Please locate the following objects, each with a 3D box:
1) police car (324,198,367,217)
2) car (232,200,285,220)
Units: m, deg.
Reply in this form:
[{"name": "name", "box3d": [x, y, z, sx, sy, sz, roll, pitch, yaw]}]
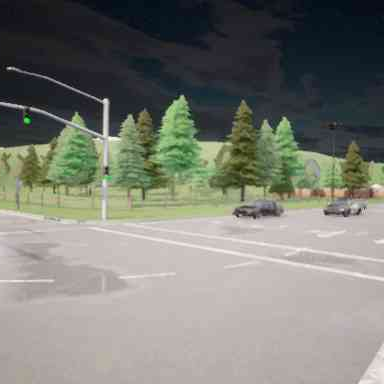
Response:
[{"name": "police car", "box3d": [13.524, 1.404, 29.831, 2.038, 1.542, 4.974, 1, 1, 44]}, {"name": "car", "box3d": [5.451, 1.361, 26.684, 2.033, 1.411, 5.357, 1, 1, 44]}]
